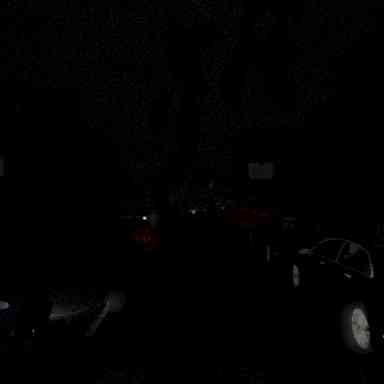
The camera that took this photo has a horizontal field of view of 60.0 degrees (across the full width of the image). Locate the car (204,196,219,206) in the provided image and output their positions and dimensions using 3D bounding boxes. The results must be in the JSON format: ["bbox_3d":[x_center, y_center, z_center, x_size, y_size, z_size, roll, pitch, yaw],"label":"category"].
[{"bbox_3d":[3.208,1.419,55.714,2.231,1.521,4.892,0,0,0],"label":"car"}]

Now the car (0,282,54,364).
[{"bbox_3d":[-3.151,1.544,2.902,2.033,1.411,5.357,0,0,0],"label":"car"}]

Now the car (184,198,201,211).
[{"bbox_3d":[0.088,1.518,41.224,1.994,1.385,4.181,0,0,0],"label":"car"}]

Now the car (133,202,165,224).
[{"bbox_3d":[-3.157,1.477,24.660,1.837,1.490,4.892,0,0,0],"label":"car"}]

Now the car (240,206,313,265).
[{"bbox_3d":[3.224,1.468,11.515,2.231,1.521,4.892,0,0,0],"label":"car"}]

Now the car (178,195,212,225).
[{"bbox_3d":[0.094,1.325,23.767,2.097,1.767,4.553,0,0,0],"label":"car"}]

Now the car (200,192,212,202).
[{"bbox_3d":[3.199,1.142,77.848,2.435,2.045,5.566,0,0,0],"label":"car"}]

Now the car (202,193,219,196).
[{"bbox_3d":[3.210,1.173,50.224,2.435,2.045,5.566,0,0,0],"label":"car"}]

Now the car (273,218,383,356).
[{"bbox_3d":[3.223,1.474,5.989,2.231,1.521,4.892,0,0,0],"label":"car"}]

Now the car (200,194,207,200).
[{"bbox_3d":[3.207,1.374,94.705,1.946,1.575,5.366,0,0,0],"label":"car"}]

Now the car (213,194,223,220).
[{"bbox_3d":[3.217,1.323,28.189,2.185,1.767,4.553,0,0,0],"label":"car"}]

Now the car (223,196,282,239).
[{"bbox_3d":[3.221,1.209,17.199,2.435,2.045,5.566,0,0,0],"label":"car"}]
